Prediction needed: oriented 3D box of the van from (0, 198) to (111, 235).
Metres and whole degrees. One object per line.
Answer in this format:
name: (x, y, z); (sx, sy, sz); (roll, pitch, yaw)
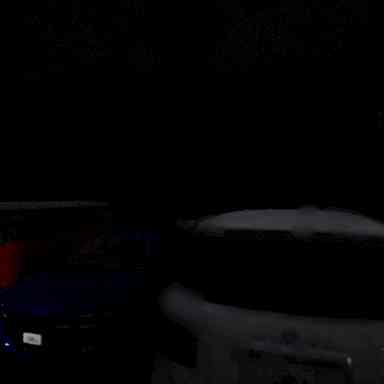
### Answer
van: (-3.639, 1.196, 7.881); (1.878, 1.987, 4.442); (1, 0, 15)

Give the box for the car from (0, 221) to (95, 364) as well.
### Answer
car: (-1.164, 1.447, 6.249); (2.097, 1.535, 5.008); (1, 0, 16)

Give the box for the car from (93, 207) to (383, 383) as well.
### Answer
car: (1.287, 1.220, 4.531); (2.435, 2.045, 5.566); (0, -1, 15)
